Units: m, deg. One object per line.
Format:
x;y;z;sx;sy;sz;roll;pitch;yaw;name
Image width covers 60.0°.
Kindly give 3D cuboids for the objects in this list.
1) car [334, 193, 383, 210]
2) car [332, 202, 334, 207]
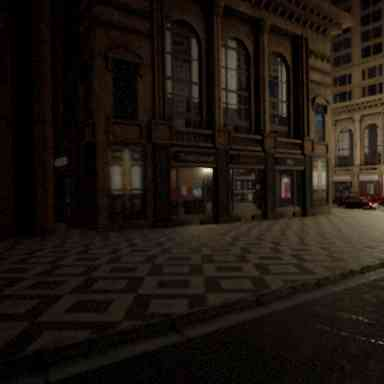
18.843;1.262;37.603;1.967;1.590;4.097;-1;1;-35;car
15.707;1.360;42.049;1.887;1.381;4.507;-1;1;-35;car
